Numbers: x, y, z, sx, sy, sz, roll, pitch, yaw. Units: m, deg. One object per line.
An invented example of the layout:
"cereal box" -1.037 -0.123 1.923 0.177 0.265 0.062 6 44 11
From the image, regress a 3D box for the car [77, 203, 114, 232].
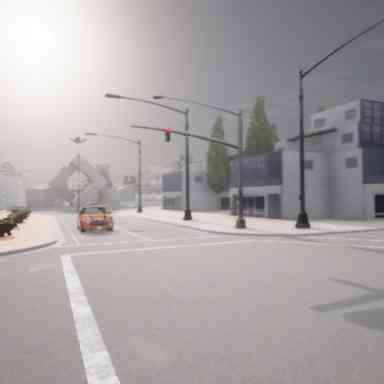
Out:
"car" -6.926 1.806 23.702 2.097 1.767 4.553 0 -1 -23

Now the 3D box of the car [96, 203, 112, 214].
"car" -13.225 2.460 50.323 1.882 1.535 5.008 0 -1 -9
